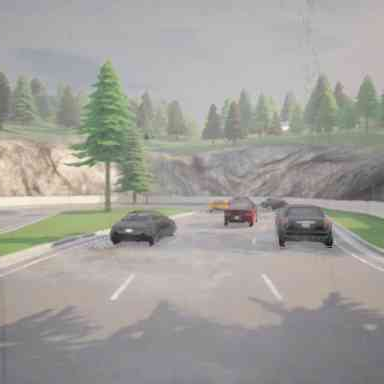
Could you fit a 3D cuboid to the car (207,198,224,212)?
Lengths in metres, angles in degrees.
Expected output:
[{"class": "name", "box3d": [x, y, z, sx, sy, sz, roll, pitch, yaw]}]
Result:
[{"class": "car", "box3d": [2.828, 1.411, 37.564, 1.882, 1.535, 5.008, 1, 0, -3]}]

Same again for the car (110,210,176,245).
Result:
[{"class": "car", "box3d": [-2.123, 1.536, 15.470, 1.994, 1.385, 4.181, 0, 0, 12]}]

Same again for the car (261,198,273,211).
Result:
[{"class": "car", "box3d": [9.570, 1.435, 39.425, 1.837, 1.490, 4.892, 1, 0, -9]}]

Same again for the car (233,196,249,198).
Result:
[{"class": "car", "box3d": [5.671, 1.280, 40.378, 2.097, 1.767, 4.553, 0, 0, -14]}]

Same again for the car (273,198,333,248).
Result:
[{"class": "car", "box3d": [4.916, 1.325, 15.051, 2.097, 1.767, 4.553, 0, 0, 13]}]

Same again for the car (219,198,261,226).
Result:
[{"class": "car", "box3d": [3.467, 1.437, 23.092, 1.882, 1.535, 5.008, 0, 0, 16]}]
